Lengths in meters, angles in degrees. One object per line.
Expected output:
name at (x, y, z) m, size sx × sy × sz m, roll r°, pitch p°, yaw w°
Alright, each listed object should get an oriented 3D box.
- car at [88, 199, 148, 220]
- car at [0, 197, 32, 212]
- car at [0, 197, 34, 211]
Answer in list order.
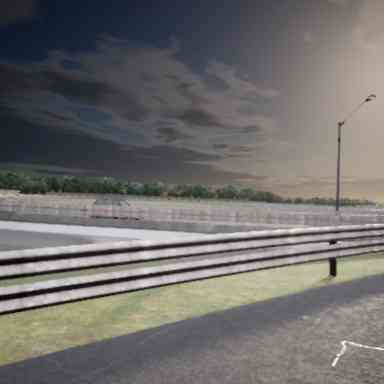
car at (-5.667, 1.356, 25.625) m, size 4.553 × 1.767 × 2.097 m, roll 2°, pitch -1°, yaw 13°
car at (-18.786, 1.266, 33.831) m, size 4.674 × 1.442 × 1.812 m, roll 1°, pitch -1°, yaw 23°
car at (-21.094, 1.312, 38.636) m, size 5.357 × 1.411 × 2.033 m, roll 1°, pitch -1°, yaw 25°
